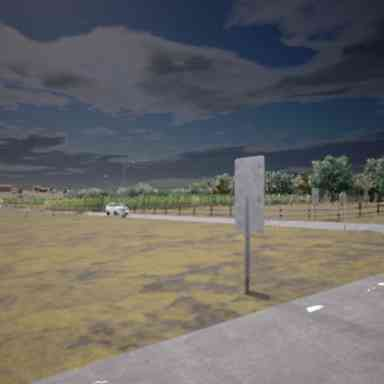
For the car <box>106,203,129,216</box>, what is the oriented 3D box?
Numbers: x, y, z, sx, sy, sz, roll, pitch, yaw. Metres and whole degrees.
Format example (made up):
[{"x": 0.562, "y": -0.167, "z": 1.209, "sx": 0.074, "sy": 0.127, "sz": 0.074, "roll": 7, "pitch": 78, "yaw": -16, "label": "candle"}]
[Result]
[{"x": -12.231, "y": 2.804, "z": 54.413, "sx": 2.150, "sy": 2.045, "sz": 5.566, "roll": 0, "pitch": -2, "yaw": -35, "label": "car"}]
